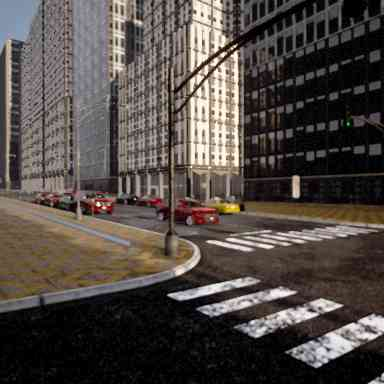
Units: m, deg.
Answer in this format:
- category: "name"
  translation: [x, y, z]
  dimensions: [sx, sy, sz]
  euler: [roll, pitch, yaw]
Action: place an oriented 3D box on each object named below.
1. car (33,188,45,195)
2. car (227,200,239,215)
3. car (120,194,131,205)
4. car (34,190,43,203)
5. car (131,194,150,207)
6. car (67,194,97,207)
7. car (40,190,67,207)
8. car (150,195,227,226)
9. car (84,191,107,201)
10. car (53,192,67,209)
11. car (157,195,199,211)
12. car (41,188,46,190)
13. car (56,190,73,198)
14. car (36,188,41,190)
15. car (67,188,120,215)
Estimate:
- category: "car"
  translation: [-37.830, -0.214, 82.242]
  dimensions: [1.967, 1.590, 4.097]
  euler: [1, 0, -36]
- category: "car"
  translation: [1.870, 1.120, 27.948]
  dimensions: [1.752, 1.417, 4.829]
  euler: [1, 0, -36]
- category: "car"
  translation: [-8.033, 0.849, 41.378]
  dimensions: [1.947, 1.339, 4.313]
  euler: [1, 0, -36]
- category: "car"
  translation: [-18.109, 0.790, 40.973]
  dimensions: [1.802, 1.307, 4.206]
  euler: [1, 0, -36]
- category: "car"
  translation: [-4.721, 0.970, 36.837]
  dimensions: [1.802, 1.307, 4.206]
  euler: [1, 0, -36]
- category: "car"
  translation: [-12.600, 0.908, 37.809]
  dimensions: [1.895, 1.301, 4.718]
  euler: [0, 1, -36]
- category: "car"
  translation: [-14.797, 0.858, 36.432]
  dimensions: [1.887, 1.381, 4.507]
  euler: [1, 0, -36]
- category: "car"
  translation: [-0.392, 1.173, 21.042]
  dimensions: [1.882, 1.535, 5.008]
  euler: [0, 2, -38]
- category: "car"
  translation: [-14.655, 0.639, 50.460]
  dimensions: [1.947, 1.339, 4.313]
  euler: [1, 0, -36]
- category: "car"
  translation: [-11.487, 0.984, 31.893]
  dimensions: [1.947, 1.339, 4.313]
  euler: [1, 0, -36]
- category: "car"
  translation: [-1.410, 1.059, 32.297]
  dimensions: [1.947, 1.339, 4.313]
  euler: [1, 0, -36]
- category: "car"
  translation: [-31.211, 0.097, 73.162]
  dimensions: [1.887, 1.381, 4.507]
  euler: [1, 0, -36]
- category: "car"
  translation: [-24.688, 0.283, 64.218]
  dimensions: [1.752, 1.417, 4.829]
  euler: [1, 0, -36]
- category: "car"
  translation: [-34.520, -0.111, 77.702]
  dimensions: [1.967, 1.590, 4.097]
  euler: [1, 0, -36]
- category: "car"
  translation: [-8.170, 0.838, 27.351]
  dimensions: [2.192, 1.841, 5.009]
  euler: [1, 0, -36]
